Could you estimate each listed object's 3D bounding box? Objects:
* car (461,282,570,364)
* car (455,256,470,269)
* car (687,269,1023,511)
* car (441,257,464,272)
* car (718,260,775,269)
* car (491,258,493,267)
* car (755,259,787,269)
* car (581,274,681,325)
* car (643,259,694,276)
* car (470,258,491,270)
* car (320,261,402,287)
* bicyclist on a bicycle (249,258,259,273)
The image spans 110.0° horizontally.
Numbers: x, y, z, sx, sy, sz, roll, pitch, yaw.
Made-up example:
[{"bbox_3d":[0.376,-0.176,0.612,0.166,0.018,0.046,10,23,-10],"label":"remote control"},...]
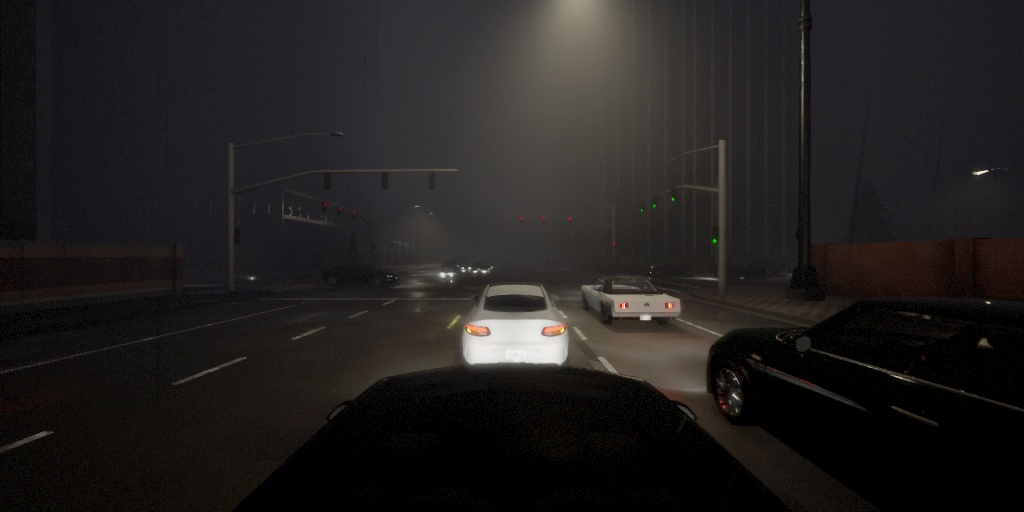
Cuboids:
[{"bbox_3d":[0.058,1.276,7.554,1.812,1.442,4.674,0,0,0],"label":"car"},{"bbox_3d":[-8.003,0.971,56.073,2.150,2.045,5.566,0,0,-1],"label":"car"},{"bbox_3d":[3.599,1.102,2.870,2.097,1.767,4.553,0,0,0],"label":"car"},{"bbox_3d":[-7.895,1.241,46.226,2.128,1.511,4.902,0,0,1],"label":"car"},{"bbox_3d":[20.187,1.314,31.671,4.181,1.385,1.994,0,0,-1],"label":"car"},{"bbox_3d":[-4.551,1.276,59.408,1.812,1.442,4.674,0,0,-1],"label":"car"},{"bbox_3d":[24.228,1.102,35.207,4.553,1.767,2.097,0,0,-1],"label":"car"},{"bbox_3d":[3.562,1.351,11.772,1.895,1.301,4.718,0,0,0],"label":"car"},{"bbox_3d":[15.336,1.102,35.125,4.553,1.767,2.097,0,0,0],"label":"car"},{"bbox_3d":[-4.427,1.314,50.793,1.994,1.385,4.181,0,0,-1],"label":"car"},{"bbox_3d":[-10.239,1.256,24.179,4.892,1.490,1.837,0,0,-1],"label":"car"},{"bbox_3d":[-28.411,1.051,39.488,0.582,1.620,1.656,0,0,-1],"label":"bicyclist on a bicycle"}]
